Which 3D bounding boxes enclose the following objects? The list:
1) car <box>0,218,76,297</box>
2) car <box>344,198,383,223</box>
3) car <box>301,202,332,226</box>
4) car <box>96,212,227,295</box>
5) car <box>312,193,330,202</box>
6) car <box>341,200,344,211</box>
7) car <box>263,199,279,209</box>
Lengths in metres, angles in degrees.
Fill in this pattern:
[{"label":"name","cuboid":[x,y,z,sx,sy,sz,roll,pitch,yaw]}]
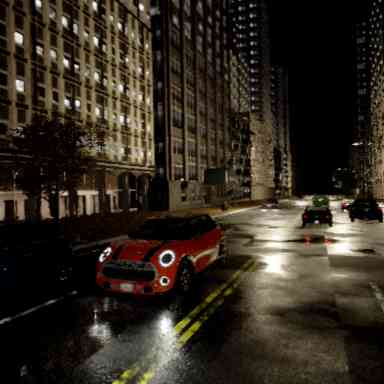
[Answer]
[{"label":"car","cuboid":[-4.775,1.475,7.321,2.097,1.767,4.553,-1,0,22]},{"label":"car","cuboid":[13.019,1.292,25.224,2.097,1.767,4.553,-1,0,22]},{"label":"car","cuboid":[8.718,1.599,23.136,1.895,1.301,4.718,-1,0,22]},{"label":"car","cuboid":[-0.570,1.417,9.100,2.097,1.767,4.553,-1,0,22]},{"label":"car","cuboid":[18.056,1.220,46.664,2.150,2.045,5.566,-1,-1,22]},{"label":"car","cuboid":[18.327,1.537,38.632,1.895,1.301,4.718,-1,0,22]},{"label":"car","cuboid":[11.368,1.676,47.688,1.812,1.442,4.674,-1,0,22]}]
